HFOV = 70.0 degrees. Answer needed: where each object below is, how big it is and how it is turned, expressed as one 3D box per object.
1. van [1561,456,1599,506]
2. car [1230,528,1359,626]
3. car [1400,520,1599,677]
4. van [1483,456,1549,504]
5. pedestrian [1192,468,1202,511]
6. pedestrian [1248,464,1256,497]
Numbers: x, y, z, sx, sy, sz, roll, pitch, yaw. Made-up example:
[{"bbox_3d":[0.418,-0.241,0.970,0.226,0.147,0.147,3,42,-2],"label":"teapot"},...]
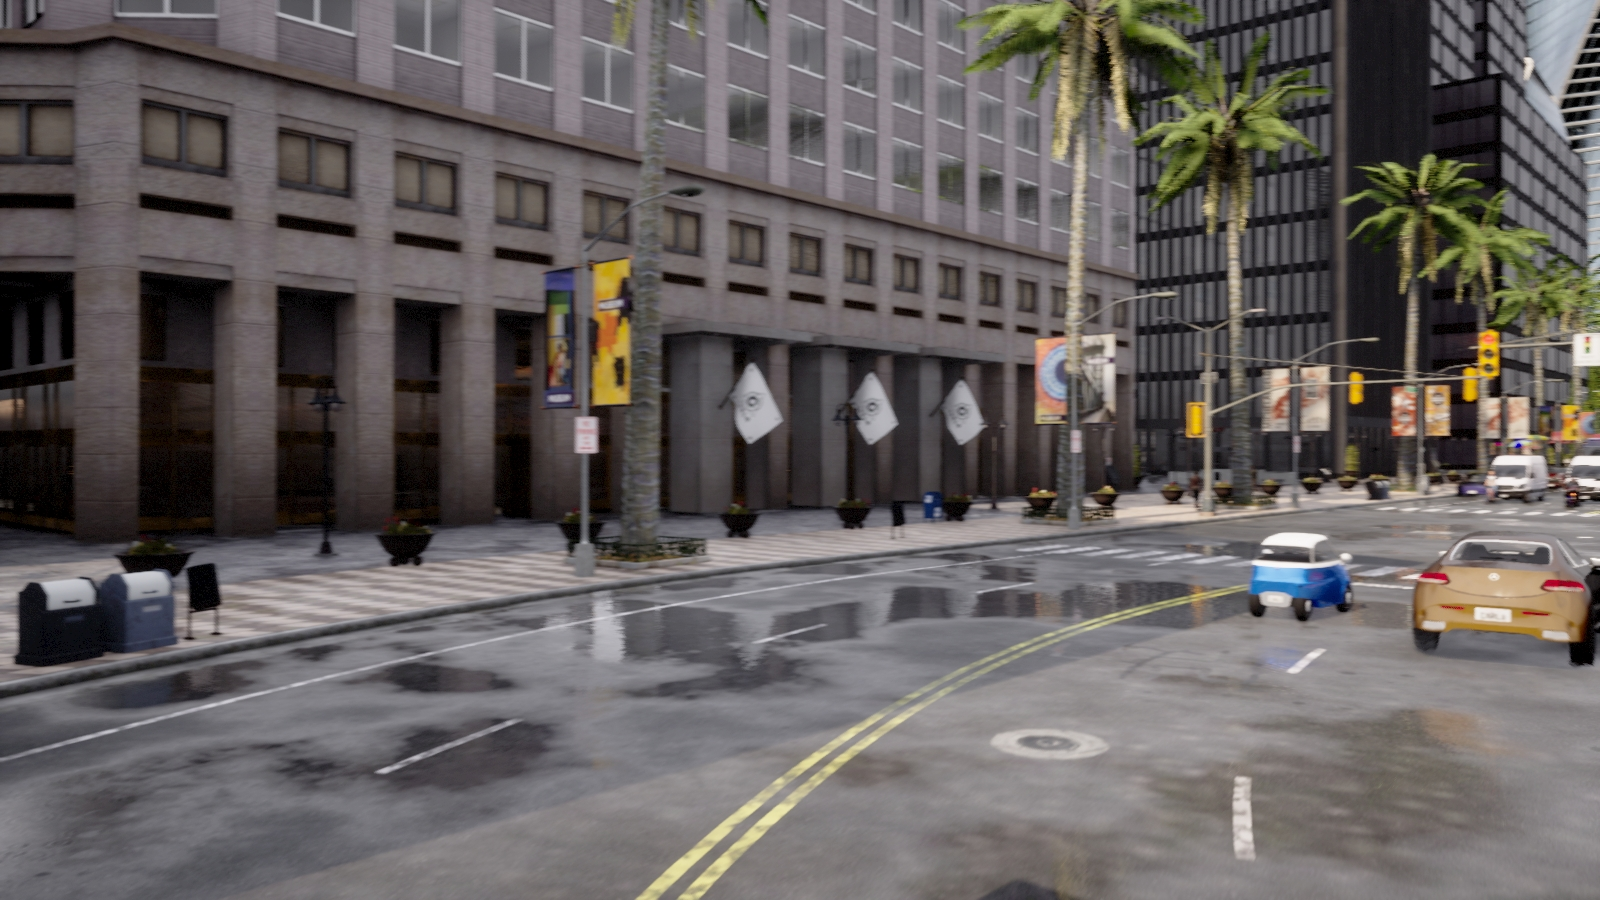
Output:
[{"bbox_3d":[42.858,1.603,61.625,1.988,2.561,5.915,0,0,43],"label":"van"},{"bbox_3d":[8.558,2.134,19.728,1.481,1.376,2.207,0,0,40],"label":"car"},{"bbox_3d":[10.536,2.008,16.849,2.152,1.651,5.027,0,0,38],"label":"car"},{"bbox_3d":[39.843,1.599,63.532,1.988,2.561,5.915,0,0,43],"label":"van"},{"bbox_3d":[17.280,1.724,49.757,0.375,1.860,0.375,0,0,11],"label":"pedestrian"},{"bbox_3d":[26.042,1.741,65.813,0.375,1.860,0.375,0,0,37],"label":"pedestrian"}]
